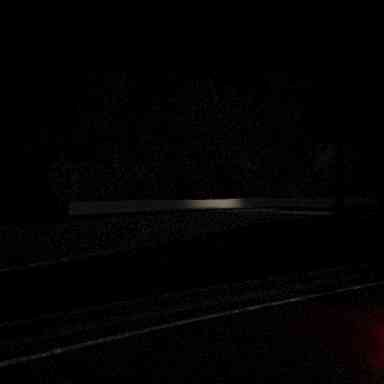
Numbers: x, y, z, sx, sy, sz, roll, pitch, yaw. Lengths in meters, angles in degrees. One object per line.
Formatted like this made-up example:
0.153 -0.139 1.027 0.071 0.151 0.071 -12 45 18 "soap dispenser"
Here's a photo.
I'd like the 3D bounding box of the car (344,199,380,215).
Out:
17.043 1.476 32.685 4.902 1.511 2.128 0 0 26 "car"
